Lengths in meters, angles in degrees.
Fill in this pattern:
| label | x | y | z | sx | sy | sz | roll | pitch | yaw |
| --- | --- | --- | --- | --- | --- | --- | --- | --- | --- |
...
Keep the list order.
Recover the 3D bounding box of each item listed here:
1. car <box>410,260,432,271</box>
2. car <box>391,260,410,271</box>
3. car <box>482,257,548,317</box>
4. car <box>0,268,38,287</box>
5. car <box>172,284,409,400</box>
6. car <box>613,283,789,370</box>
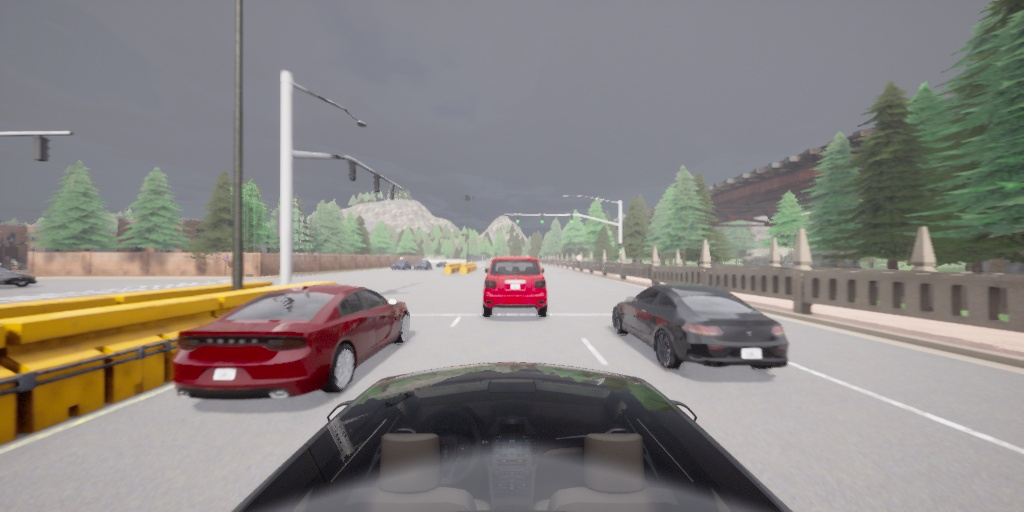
| label | x | y | z | sx | sy | sz | roll | pitch | yaw |
| --- | --- | --- | --- | --- | --- | --- | --- | --- | --- |
| car | -14.039 | 1.416 | 56.530 | 2.097 | 1.767 | 4.553 | 0 | 0 | 0 |
| car | -17.535 | 1.418 | 56.914 | 2.097 | 1.767 | 4.553 | 0 | 0 | 0 |
| car | 0.102 | 1.042 | 13.713 | 2.150 | 2.045 | 5.566 | 0 | 0 | 0 |
| car | -34.919 | 1.420 | 23.613 | 5.357 | 1.411 | 2.033 | 0 | 0 | 0 |
| car | -3.399 | 1.256 | 6.720 | 1.882 | 1.535 | 5.008 | 0 | 0 | 0 |
| car | 3.601 | 1.310 | 7.695 | 1.812 | 1.442 | 4.674 | 0 | 0 | 0 |
